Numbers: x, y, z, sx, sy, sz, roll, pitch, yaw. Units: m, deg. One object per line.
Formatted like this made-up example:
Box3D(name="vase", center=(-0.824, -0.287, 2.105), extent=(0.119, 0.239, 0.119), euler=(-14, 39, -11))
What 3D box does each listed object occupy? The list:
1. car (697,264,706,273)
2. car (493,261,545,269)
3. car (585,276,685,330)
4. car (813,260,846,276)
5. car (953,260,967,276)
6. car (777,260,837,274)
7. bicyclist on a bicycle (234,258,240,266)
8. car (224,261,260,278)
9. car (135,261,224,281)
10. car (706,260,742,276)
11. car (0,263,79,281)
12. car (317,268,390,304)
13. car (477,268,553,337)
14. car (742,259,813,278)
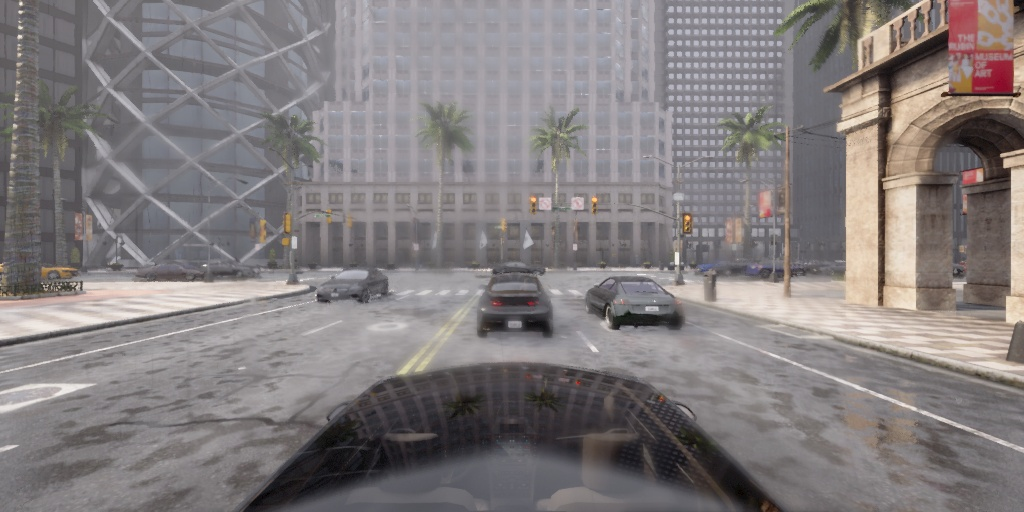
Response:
Box3D(name="car", center=(23.449, 1.228, 40.259), extent=(5.008, 1.535, 1.882), euler=(0, 0, 0))
Box3D(name="car", center=(0.636, 1.227, 33.127), extent=(5.008, 1.535, 1.882), euler=(0, 0, 0))
Box3D(name="car", center=(3.582, 1.314, 11.148), extent=(1.994, 1.385, 4.181), euler=(0, 0, 0))
Box3D(name="car", center=(33.056, 1.314, 36.730), extent=(4.181, 1.385, 1.994), euler=(0, 0, 0))
Box3D(name="car", center=(43.022, 1.242, 36.681), extent=(4.902, 1.511, 2.128), euler=(0, 0, 0))
Box3D(name="car", center=(33.022, 1.241, 40.228), extent=(4.902, 1.511, 2.128), euler=(0, 0, 0))
Box3D(name="bicyclist on a bicycle", center=(-35.744, 1.050, 46.596), extent=(0.582, 1.620, 1.656), euler=(0, 0, -12))
Box3D(name="car", center=(-25.944, 1.241, 32.888), extent=(4.902, 1.511, 2.128), euler=(0, 0, -4))
Box3D(name="car", center=(-27.488, 1.296, 29.490), extent=(5.357, 1.411, 2.033), euler=(0, 0, -3))
Box3D(name="car", center=(23.188, 1.228, 36.759), extent=(5.008, 1.535, 1.882), euler=(0, 0, 0))
Box3D(name="car", center=(-39.734, 1.228, 29.735), extent=(5.008, 1.535, 1.882), euler=(0, 0, -27))
Box3D(name="car", center=(-7.050, 1.276, 16.474), extent=(1.812, 1.442, 4.674), euler=(0, 0, -1))
Box3D(name="car", center=(0.078, 1.255, 10.283), extent=(1.837, 1.490, 4.892), euler=(0, 0, 0))
Box3D(name="car", center=(24.371, 1.102, 33.054), extent=(4.553, 1.767, 2.097), euler=(0, 0, 0))
